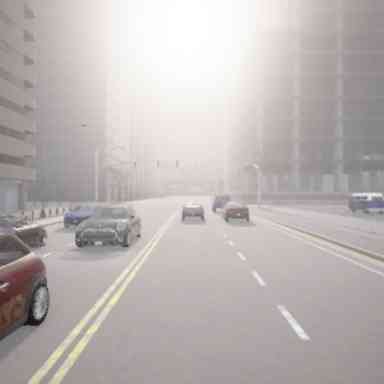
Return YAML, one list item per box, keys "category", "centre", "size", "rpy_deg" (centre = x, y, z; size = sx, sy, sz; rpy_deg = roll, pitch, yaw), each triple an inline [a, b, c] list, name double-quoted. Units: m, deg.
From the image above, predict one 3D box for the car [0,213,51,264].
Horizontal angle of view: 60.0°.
- category: "car"
  centre: [-7.103, 1.590, 12.381]
  size: [1.994, 1.385, 4.181]
  rpy_deg: [0, 0, 0]

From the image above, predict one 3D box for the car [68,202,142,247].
- category: "car"
  centre: [-3.593, 1.383, 15.043]
  size: [2.097, 1.767, 4.553]
  rpy_deg: [0, 0, 0]

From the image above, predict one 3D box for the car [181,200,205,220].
- category: "car"
  centre: [0.084, 1.550, 28.525]
  size: [2.128, 1.511, 4.902]
  rpy_deg: [0, 0, 0]

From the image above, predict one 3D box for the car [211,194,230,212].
- category: "car"
  centre: [3.549, 1.302, 40.420]
  size: [2.150, 2.045, 5.566]
  rpy_deg: [0, 0, 0]

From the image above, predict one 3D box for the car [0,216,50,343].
- category: "car"
  centre: [-3.601, 1.360, 4.064]
  size: [2.097, 1.767, 4.553]
  rpy_deg: [0, 0, 0]

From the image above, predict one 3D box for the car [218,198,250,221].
- category: "car"
  centre: [3.520, 1.533, 27.407]
  size: [1.882, 1.535, 5.008]
  rpy_deg: [0, 0, 1]

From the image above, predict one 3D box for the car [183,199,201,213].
- category: "car"
  centre: [-0.007, 1.629, 40.396]
  size: [2.033, 1.411, 5.357]
  rpy_deg: [0, 0, -1]

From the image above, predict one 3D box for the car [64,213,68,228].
- category: "car"
  centre: [-7.062, 1.525, 22.708]
  size: [1.882, 1.535, 5.008]
  rpy_deg: [0, 0, 1]
